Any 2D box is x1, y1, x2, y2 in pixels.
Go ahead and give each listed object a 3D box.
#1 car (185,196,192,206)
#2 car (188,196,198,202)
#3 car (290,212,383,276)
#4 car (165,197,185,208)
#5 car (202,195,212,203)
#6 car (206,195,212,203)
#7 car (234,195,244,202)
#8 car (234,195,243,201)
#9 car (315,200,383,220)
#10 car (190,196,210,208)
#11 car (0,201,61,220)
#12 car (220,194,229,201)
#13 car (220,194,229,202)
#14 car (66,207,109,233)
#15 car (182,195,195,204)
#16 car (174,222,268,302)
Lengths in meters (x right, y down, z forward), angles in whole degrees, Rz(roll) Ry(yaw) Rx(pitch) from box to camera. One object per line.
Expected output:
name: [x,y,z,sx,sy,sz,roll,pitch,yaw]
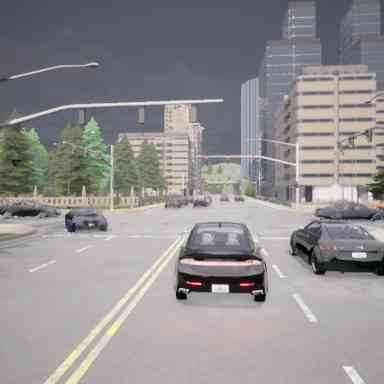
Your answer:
car: [-1.643,1.537,55.697,2.033,1.411,5.357,0,0,6]
car: [0.315,1.580,75.319,1.895,1.301,4.718,0,0,5]
car: [4.393,1.562,10.395,1.994,1.385,4.181,0,0,5]
car: [-2.527,1.555,46.497,1.994,1.385,4.181,0,0,5]
car: [3.171,1.491,68.457,1.837,1.490,4.892,0,0,6]
car: [2.143,1.589,58.412,1.895,1.301,4.718,0,0,6]
car: [10.937,1.576,76.096,1.895,1.301,4.718,0,0,5]
car: [11.823,1.520,85.402,2.033,1.411,5.357,0,0,5]
car: [12.152,1.542,25.480,5.357,1.411,2.033,0,0,5]
car: [1.256,1.591,49.291,1.895,1.301,4.718,0,0,5]
car: [-13.494,1.486,27.904,4.902,1.511,2.128,0,0,5]
car: [8.336,1.336,85.704,2.097,1.767,4.553,0,0,5]
car: [7.545,1.534,77.401,1.994,1.385,4.181,0,0,5]
car: [-6.218,1.560,19.477,1.994,1.385,4.181,1,0,-26]
car: [-0.674,1.465,65.380,1.882,1.535,5.008,0,0,6]
car: [0.701,1.490,8.285,2.128,1.511,4.902,0,0,5]
